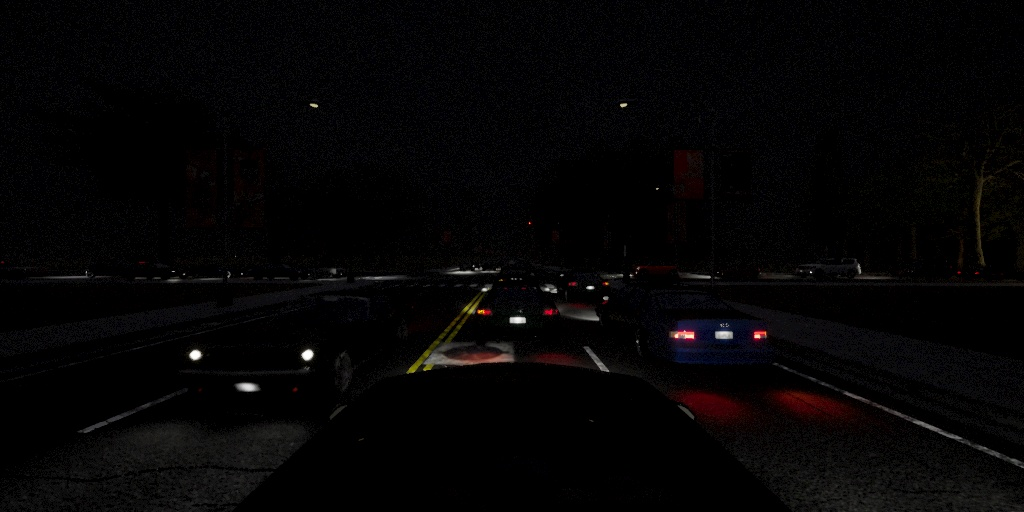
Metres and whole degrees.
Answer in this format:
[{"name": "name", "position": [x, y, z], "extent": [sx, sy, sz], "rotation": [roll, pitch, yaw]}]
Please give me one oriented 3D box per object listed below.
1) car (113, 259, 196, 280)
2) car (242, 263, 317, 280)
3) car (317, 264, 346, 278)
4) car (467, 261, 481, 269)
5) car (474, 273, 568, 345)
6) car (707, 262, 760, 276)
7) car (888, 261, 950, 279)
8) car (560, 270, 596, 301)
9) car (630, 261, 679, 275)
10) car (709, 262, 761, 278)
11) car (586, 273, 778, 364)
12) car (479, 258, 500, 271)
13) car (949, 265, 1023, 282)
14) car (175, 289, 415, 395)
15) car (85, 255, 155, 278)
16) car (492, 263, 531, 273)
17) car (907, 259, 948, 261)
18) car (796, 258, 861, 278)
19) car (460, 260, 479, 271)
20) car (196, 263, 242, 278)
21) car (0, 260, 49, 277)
[{"name": "car", "position": [-29.711, 1.243, 29.927], "extent": [4.674, 1.442, 1.812], "rotation": [0, 0, -1]}, {"name": "car", "position": [-19.388, 1.280, 30.033], "extent": [4.674, 1.442, 1.812], "rotation": [0, 0, -2]}, {"name": "car", "position": [-18.075, 1.365, 33.286], "extent": [4.718, 1.301, 1.895], "rotation": [0, 0, -1]}, {"name": "car", "position": [-6.548, 1.535, 62.030], "extent": [1.994, 1.385, 4.181], "rotation": [0, 0, 0]}, {"name": "car", "position": [0.107, 1.320, 9.544], "extent": [1.994, 1.385, 4.181], "rotation": [0, 0, 0]}, {"name": "car", "position": [24.806, 1.475, 40.287], "extent": [4.892, 1.490, 1.837], "rotation": [0, 0, -1]}, {"name": "car", "position": [42.660, 1.567, 37.146], "extent": [4.902, 1.511, 2.128], "rotation": [0, 0, 0]}, {"name": "car", "position": [3.358, 1.339, 17.438], "extent": [1.994, 1.385, 4.181], "rotation": [0, 0, 0]}, {"name": "car", "position": [14.601, 1.265, 36.946], "extent": [4.553, 1.767, 2.097], "rotation": [0, 0, -1]}, {"name": "car", "position": [23.235, 1.521, 37.040], "extent": [4.181, 1.385, 1.994], "rotation": [0, 0, -2]}, {"name": "car", "position": [3.354, 1.303, 8.195], "extent": [2.033, 1.411, 5.357], "rotation": [0, 0, 0]}, {"name": "car", "position": [-3.323, 1.463, 53.122], "extent": [2.033, 1.411, 5.357], "rotation": [0, 0, 0]}, {"name": "car", "position": [45.267, 1.636, 33.738], "extent": [5.357, 1.411, 2.033], "rotation": [0, 0, -1]}, {"name": "car", "position": [-3.350, 1.354, 6.746], "extent": [1.895, 1.301, 4.718], "rotation": [0, 0, 0]}, {"name": "car", "position": [-36.177, 1.054, 33.123], "extent": [4.553, 1.767, 2.097], "rotation": [0, 0, 0]}, {"name": "car", "position": [0.099, 1.283, 18.449], "extent": [1.837, 1.490, 4.892], "rotation": [0, 0, 0]}, {"name": "car", "position": [45.927, 1.327, 40.394], "extent": [5.566, 2.045, 2.150], "rotation": [0, 0, 0]}, {"name": "car", "position": [32.677, 1.230, 37.096], "extent": [5.566, 2.045, 2.150], "rotation": [0, 0, 0]}, {"name": "car", "position": [-6.572, 1.407, 53.110], "extent": [2.128, 1.511, 4.902], "rotation": [0, 0, 0]}, {"name": "car", "position": [-27.216, 1.332, 33.201], "extent": [4.718, 1.301, 1.895], "rotation": [0, 0, -1]}, {"name": "car", "position": [-46.028, 1.277, 33.056], "extent": [4.718, 1.301, 1.895], "rotation": [0, 0, 0]}]
